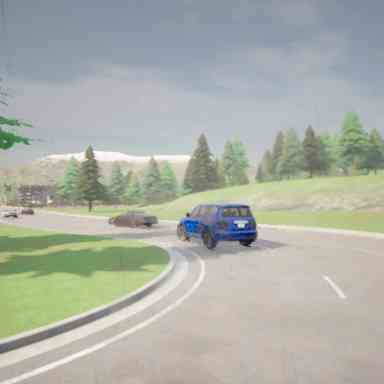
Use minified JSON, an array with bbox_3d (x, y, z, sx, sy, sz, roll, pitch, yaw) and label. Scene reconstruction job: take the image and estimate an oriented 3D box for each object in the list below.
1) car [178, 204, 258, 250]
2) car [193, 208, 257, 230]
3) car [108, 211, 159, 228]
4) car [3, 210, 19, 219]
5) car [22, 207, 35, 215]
[{"bbox_3d":[1.100,1.617,16.772,2.150,2.045,5.566,0,-2,-22],"label":"car"},{"bbox_3d":[2.506,2.077,26.345,1.882,1.535,5.008,1,-2,-44],"label":"car"},{"bbox_3d":[-5.168,2.362,29.044,5.357,1.411,2.033,-2,-2,44],"label":"car"},{"bbox_3d":[-28.404,3.425,52.111,1.895,1.301,4.718,0,-2,-32],"label":"car"},{"bbox_3d":[-31.328,3.687,63.690,1.812,1.442,4.674,0,-2,-31],"label":"car"}]
